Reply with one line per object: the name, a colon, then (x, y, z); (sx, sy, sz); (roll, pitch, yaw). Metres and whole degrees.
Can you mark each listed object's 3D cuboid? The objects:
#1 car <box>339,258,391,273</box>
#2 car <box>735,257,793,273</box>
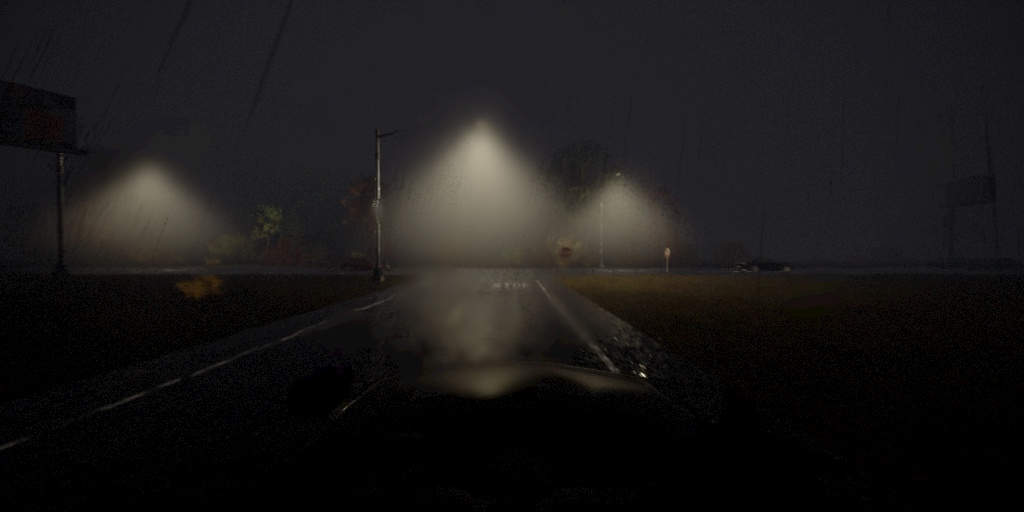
car: (-14.143, 0.869, 34.556); (4.674, 1.442, 1.812); (0, 1, 0)
car: (24.603, 0.851, 35.063); (5.008, 1.535, 1.882); (0, 1, -1)
